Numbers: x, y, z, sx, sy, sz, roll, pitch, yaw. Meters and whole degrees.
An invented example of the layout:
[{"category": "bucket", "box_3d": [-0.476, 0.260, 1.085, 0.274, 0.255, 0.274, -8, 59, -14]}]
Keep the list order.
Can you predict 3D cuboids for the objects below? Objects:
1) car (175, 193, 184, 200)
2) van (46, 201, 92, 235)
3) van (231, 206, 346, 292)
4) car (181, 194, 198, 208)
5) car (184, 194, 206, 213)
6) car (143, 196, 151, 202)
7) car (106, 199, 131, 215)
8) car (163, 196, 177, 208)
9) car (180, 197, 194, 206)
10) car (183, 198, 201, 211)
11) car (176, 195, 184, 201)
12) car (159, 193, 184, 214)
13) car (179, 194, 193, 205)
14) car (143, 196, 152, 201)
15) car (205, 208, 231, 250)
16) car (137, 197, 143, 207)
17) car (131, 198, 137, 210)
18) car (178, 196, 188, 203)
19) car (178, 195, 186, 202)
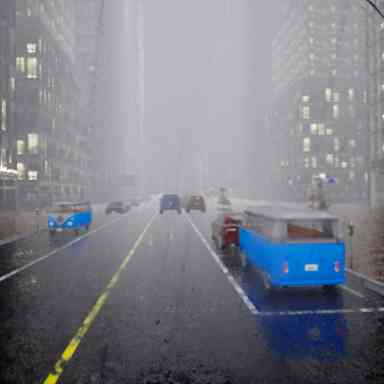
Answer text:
[{"category": "car", "box_3d": [-3.412, 1.257, 91.502, 2.192, 1.841, 5.009, 0, 0, -4]}, {"category": "van", "box_3d": [-6.916, 1.409, 19.089, 1.690, 1.788, 3.998, 0, 0, -4]}, {"category": "van", "box_3d": [2.305, 1.304, 8.613, 1.690, 1.788, 3.998, 0, 0, -4]}, {"category": "car", "box_3d": [-0.424, 1.272, 47.289, 2.192, 1.841, 5.009, 0, 0, -4]}, {"category": "car", "box_3d": [0.323, 1.275, 36.235, 2.192, 1.841, 5.009, 0, 0, -4]}, {"category": "car", "box_3d": [-10.650, 1.635, 74.357, 1.802, 1.307, 4.206, 0, 0, -4]}, {"category": "car", "box_3d": [-8.035, 1.630, 35.669, 1.947, 1.339, 4.313, 0, 0, -4]}, {"category": "car", "box_3d": [-3.174, 1.467, 48.457, 1.882, 1.535, 5.008, -1, 0, -3]}, {"category": "car", "box_3d": [-0.795, 1.521, 52.816, 1.947, 1.339, 4.313, 0, 0, -4]}, {"category": "car", "box_3d": [-0.048, 1.503, 41.761, 1.887, 1.381, 4.507, 0, 0, -4]}, {"category": "car", "box_3d": [-3.036, 1.510, 85.975, 1.947, 1.339, 4.313, 0, 0, -4]}, {"category": "car", "box_3d": [-2.272, 1.215, 35.121, 2.150, 2.045, 5.566, -1, 0, -4]}, {"category": "car", "box_3d": [-1.170, 1.268, 58.342, 2.192, 1.841, 5.009, 0, 0, -4]}, {"category": "car", "box_3d": [-11.397, 1.631, 85.410, 1.802, 1.307, 4.206, 0, 0, -4]}, {"category": "car", "box_3d": [1.843, 1.508, 14.133, 1.887, 1.381, 4.507, 0, 0, -4]}, {"category": "car", "box_3d": [-9.155, 1.642, 52.250, 1.802, 1.307, 4.206, 0, 0, -4]}, {"category": "car", "box_3d": [-8.409, 1.614, 41.196, 2.008, 1.369, 4.403, 0, 0, -4]}, {"category": "car", "box_3d": [-1.916, 1.501, 69.396, 2.008, 1.369, 4.403, 0, 0, -4]}, {"category": "car", "box_3d": [-2.301, 1.473, 75.092, 1.752, 1.417, 4.829, 0, 0, -4]}]
